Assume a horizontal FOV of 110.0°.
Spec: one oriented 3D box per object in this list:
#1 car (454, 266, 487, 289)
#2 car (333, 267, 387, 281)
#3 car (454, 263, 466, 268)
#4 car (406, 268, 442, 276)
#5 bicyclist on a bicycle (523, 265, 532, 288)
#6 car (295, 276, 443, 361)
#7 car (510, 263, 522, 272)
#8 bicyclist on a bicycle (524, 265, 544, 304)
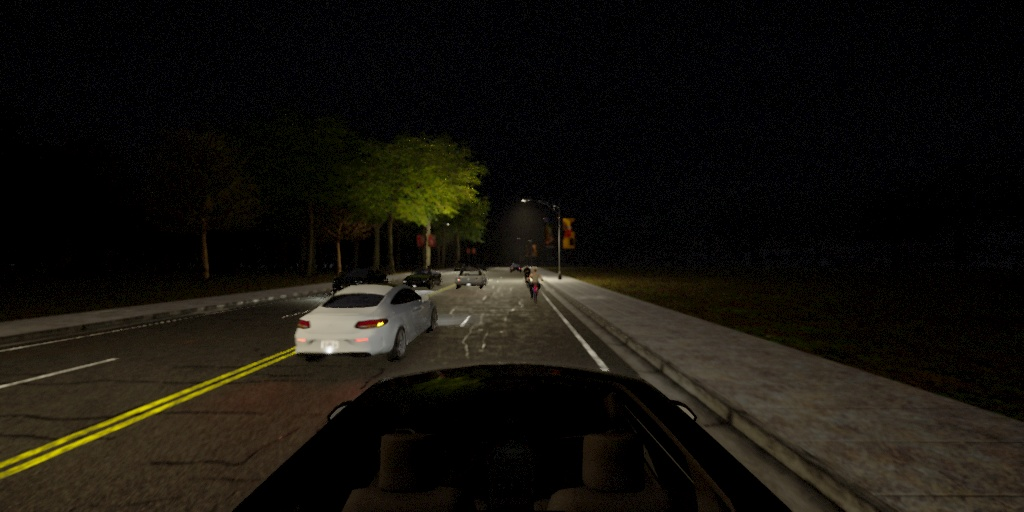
[{"bbox_3d":[-2.912,1.654,26.381,1.895,1.301,4.718,0,-1,0],"label":"car"},{"bbox_3d":[-9.636,1.511,23.062,1.882,1.535,5.008,0,-1,1],"label":"car"},{"bbox_3d":[-9.206,2.049,64.192,1.837,1.490,4.892,0,-1,1],"label":"car"},{"bbox_3d":[-6.359,1.607,26.088,2.033,1.411,5.357,0,-1,1],"label":"car"},{"bbox_3d":[1.139,1.496,26.563,0.582,1.620,1.656,0,-1,1],"label":"bicyclist on a bicycle"},{"bbox_3d":[-3.069,1.363,8.384,1.812,1.442,4.674,0,-1,1],"label":"car"},{"bbox_3d":[0.650,2.060,59.873,1.895,1.301,4.718,0,-1,1],"label":"car"},{"bbox_3d":[1.070,1.362,16.715,0.866,1.612,1.509,0,-1,0],"label":"bicyclist on a bicycle"}]
